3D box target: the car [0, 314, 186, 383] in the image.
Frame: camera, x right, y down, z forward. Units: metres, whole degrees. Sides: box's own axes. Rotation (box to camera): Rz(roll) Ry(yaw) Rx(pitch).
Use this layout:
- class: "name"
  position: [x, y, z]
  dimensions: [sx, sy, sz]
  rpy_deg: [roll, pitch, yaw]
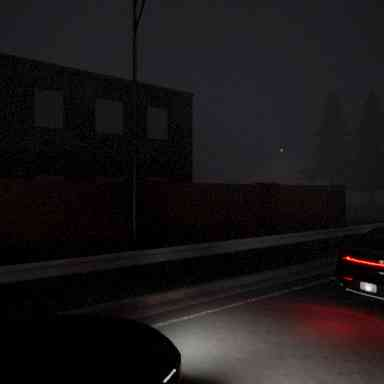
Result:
- class: "car"
  position: [-2.195, 1.526, 2.180]
  dimensions: [4.674, 1.442, 1.812]
  rpy_deg: [0, 0, -35]

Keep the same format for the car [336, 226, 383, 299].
- class: "car"
  position: [5.232, 1.503, 7.521]
  dimensions: [4.892, 1.490, 1.837]
  rpy_deg: [0, 0, -35]
